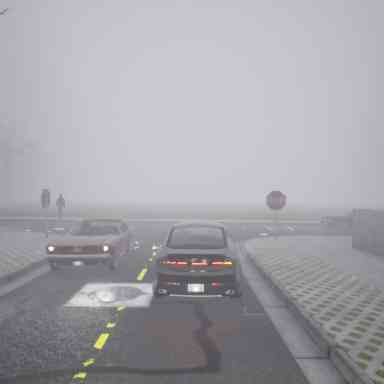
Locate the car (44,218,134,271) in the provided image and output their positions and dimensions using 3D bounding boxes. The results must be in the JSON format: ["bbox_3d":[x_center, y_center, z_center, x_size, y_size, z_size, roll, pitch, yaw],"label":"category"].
[{"bbox_3d":[-3.145,1.599,11.086,1.895,1.301,4.718,0,0,-2],"label":"car"}]

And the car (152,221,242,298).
[{"bbox_3d":[0.176,1.503,8.500,1.837,1.490,4.892,0,0,3],"label":"car"}]

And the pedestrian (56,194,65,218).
[{"bbox_3d":[-9.685,0.997,24.504,0.375,1.860,0.375,0,-1,0],"label":"pedestrian"}]

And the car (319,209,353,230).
[{"bbox_3d":[10.881,1.763,21.729,4.718,1.301,1.895,1,0,0],"label":"car"}]
